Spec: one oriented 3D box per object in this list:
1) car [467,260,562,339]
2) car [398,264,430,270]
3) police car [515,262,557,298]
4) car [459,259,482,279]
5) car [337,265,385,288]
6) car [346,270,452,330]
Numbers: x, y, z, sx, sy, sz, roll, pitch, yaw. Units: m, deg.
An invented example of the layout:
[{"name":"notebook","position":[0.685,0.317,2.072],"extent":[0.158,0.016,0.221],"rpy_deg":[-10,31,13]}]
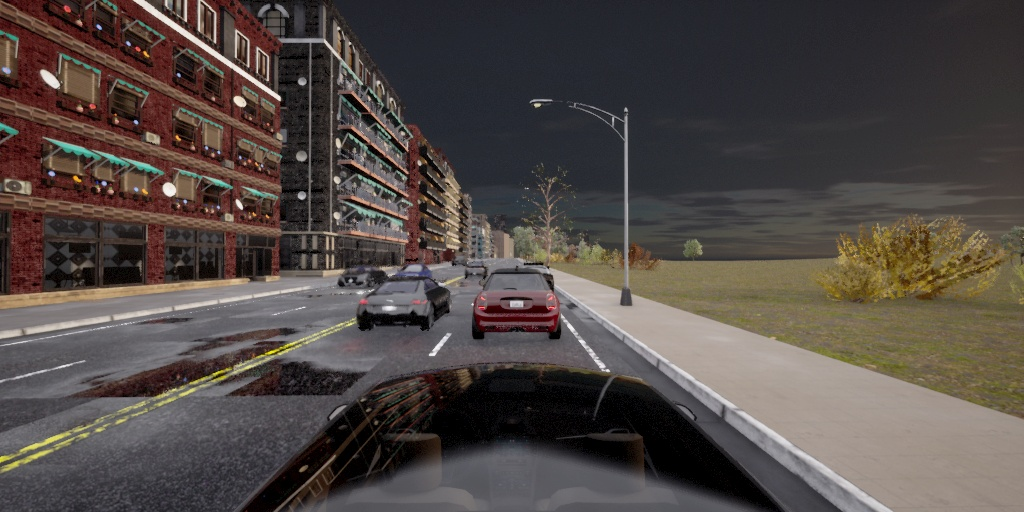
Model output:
[{"name":"car","position":[0.113,1.103,10.199],"extent":[2.097,1.767,4.553],"rpy_deg":[0,0,0]},{"name":"car","position":[-6.553,1.277,24.049],"extent":[1.812,1.442,4.674],"rpy_deg":[0,0,0]},{"name":"police car","position":[1.175,1.177,19.694],"extent":[1.930,1.638,5.238],"rpy_deg":[0,0,0]},{"name":"car","position":[-3.084,1.244,32.165],"extent":[2.128,1.511,4.902],"rpy_deg":[0,0,0]},{"name":"car","position":[-9.804,1.316,23.791],"extent":[1.994,1.385,4.181],"rpy_deg":[0,0,0]},{"name":"car","position":[-3.131,1.314,11.156],"extent":[1.994,1.385,4.181],"rpy_deg":[0,0,0]}]
